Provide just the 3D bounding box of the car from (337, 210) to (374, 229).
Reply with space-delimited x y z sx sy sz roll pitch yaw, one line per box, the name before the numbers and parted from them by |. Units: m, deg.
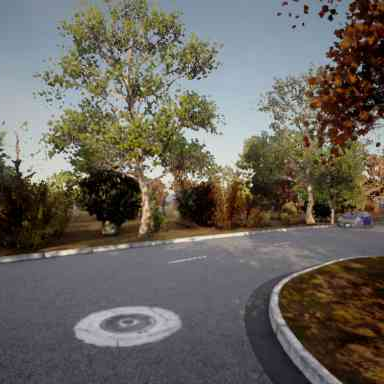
car | 15.527 2.537 31.552 2.097 1.767 4.553 -1 -4 43
